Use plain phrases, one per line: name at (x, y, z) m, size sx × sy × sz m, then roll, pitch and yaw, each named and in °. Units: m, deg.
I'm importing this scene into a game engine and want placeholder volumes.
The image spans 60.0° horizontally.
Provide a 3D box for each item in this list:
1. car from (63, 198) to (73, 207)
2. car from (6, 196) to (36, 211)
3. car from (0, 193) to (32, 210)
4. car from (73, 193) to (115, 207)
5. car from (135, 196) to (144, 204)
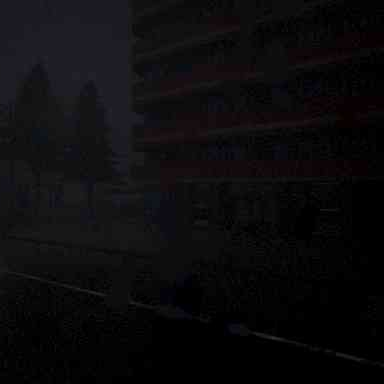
car at (-17.174, 1.470, 49.521) m, size 1.812 × 1.442 × 4.674 m, roll 0°, pitch 0°, yaw 36°
car at (-19.332, 1.545, 40.262) m, size 1.895 × 1.301 × 4.718 m, roll 0°, pitch 0°, yaw 34°
car at (-22.618, 1.166, 41.639) m, size 2.150 × 2.045 × 5.566 m, roll 0°, pitch 0°, yaw 34°
car at (-13.830, 1.166, 48.315) m, size 2.150 × 2.045 × 5.566 m, roll 0°, pitch 0°, yaw 36°
car at (-8.623, 1.470, 59.654) m, size 4.674 × 1.442 × 1.812 m, roll 0°, pitch 0°, yaw -42°
